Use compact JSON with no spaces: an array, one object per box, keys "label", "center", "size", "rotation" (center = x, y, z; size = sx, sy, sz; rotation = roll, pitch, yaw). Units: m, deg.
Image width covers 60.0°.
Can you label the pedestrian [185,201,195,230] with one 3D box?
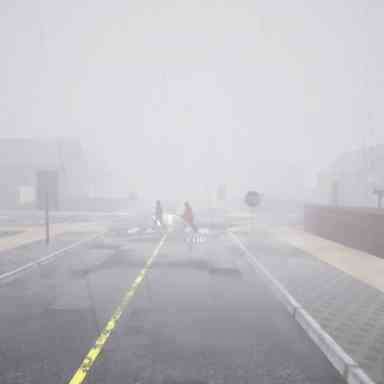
[{"label":"pedestrian","center":[-0.193,1.322,18.165],"size":[0.375,1.860,0.375],"rotation":[-1,1,0]}]

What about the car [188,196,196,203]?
[{"label":"car","center":[0.027,1.816,79.395],"size":[1.837,1.490,4.892],"rotation":[0,-1,0]}]

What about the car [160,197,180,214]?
[{"label":"car","center":[-2.834,1.602,37.583],"size":[2.128,1.511,4.902],"rotation":[0,0,0]}]

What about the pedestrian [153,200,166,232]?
[{"label":"pedestrian","center":[-1.849,1.324,18.765],"size":[0.375,1.860,0.375],"rotation":[-1,1,0]}]

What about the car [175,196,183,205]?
[{"label":"car","center":[-2.821,1.738,52.993],"size":[1.812,1.442,4.674],"rotation":[0,-1,0]}]

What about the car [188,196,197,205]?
[{"label":"car","center":[0.025,1.935,69.386],"size":[1.994,1.385,4.181],"rotation":[0,-1,0]}]

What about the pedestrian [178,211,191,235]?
[{"label":"pedestrian","center":[-0.441,1.700,17.387],"size":[0.500,1.100,0.500],"rotation":[-1,1,0]}]

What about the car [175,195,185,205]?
[{"label":"car","center":[-2.725,1.591,69.205],"size":[2.150,2.045,5.566],"rotation":[0,-1,0]}]
